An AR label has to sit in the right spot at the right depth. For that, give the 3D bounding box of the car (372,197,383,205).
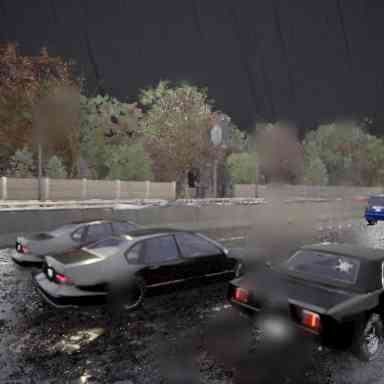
[{"bbox_3d":[33.654,1.588,58.211,4.181,1.385,1.994,0,0,-36],"label":"car"}]

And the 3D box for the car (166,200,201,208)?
[{"bbox_3d":[0.705,1.547,30.373,5.357,1.411,2.033,0,0,-36],"label":"car"}]

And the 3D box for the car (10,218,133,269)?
[{"bbox_3d":[-2.639,1.548,10.496,5.357,1.411,2.033,0,0,-36],"label":"car"}]

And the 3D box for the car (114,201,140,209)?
[{"bbox_3d":[-5.582,1.602,34.477,4.718,1.301,1.895,0,0,-36],"label":"car"}]

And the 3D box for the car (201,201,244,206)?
[{"bbox_3d":[3.200,1.563,27.852,4.181,1.385,1.994,0,0,-36],"label":"car"}]

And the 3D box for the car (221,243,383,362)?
[{"bbox_3d":[2.966,1.599,5.901,4.718,1.301,1.895,0,0,-36],"label":"car"}]

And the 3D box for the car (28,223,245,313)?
[{"bbox_3d":[-0.589,1.547,7.657,5.357,1.411,2.033,0,0,-36],"label":"car"}]

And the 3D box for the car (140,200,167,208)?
[{"bbox_3d":[-2.325,1.526,32.504,4.674,1.442,1.812,0,0,-36],"label":"car"}]

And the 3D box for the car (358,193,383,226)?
[{"bbox_3d":[13.765,1.218,22.269,5.566,2.045,2.150,0,0,-36],"label":"car"}]

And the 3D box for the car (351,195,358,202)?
[{"bbox_3d":[31.465,1.255,60.945,5.566,2.045,2.150,0,0,-36],"label":"car"}]
